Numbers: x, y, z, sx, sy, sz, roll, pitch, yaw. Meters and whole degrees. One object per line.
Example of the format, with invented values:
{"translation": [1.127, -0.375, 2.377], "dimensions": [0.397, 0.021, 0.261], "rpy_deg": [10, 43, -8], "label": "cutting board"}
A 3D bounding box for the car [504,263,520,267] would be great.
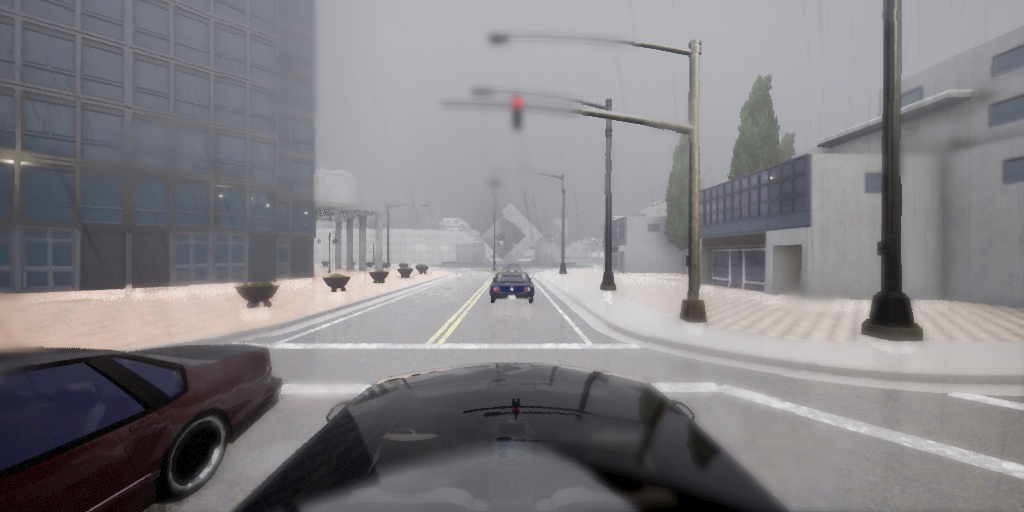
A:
{"translation": [0.001, 1.317, 31.500], "dimensions": [2.033, 1.411, 5.357], "rpy_deg": [0, 0, 0], "label": "car"}

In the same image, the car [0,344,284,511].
{"translation": [-3.499, 1.316, 1.672], "dimensions": [2.033, 1.411, 5.357], "rpy_deg": [0, 0, 0], "label": "car"}

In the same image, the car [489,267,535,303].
{"translation": [0.001, 1.361, 16.530], "dimensions": [1.895, 1.301, 4.718], "rpy_deg": [0, 0, 0], "label": "car"}
